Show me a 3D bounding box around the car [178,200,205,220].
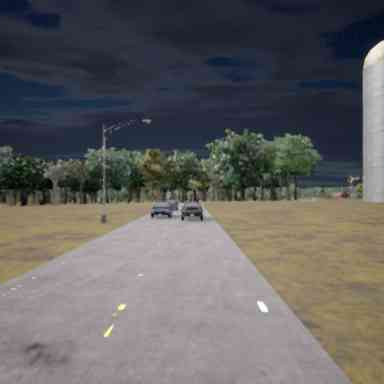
[{"bbox_3d":[0.034,1.560,28.714,1.837,1.490,4.892,0,0,0],"label":"car"}]

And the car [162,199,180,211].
[{"bbox_3d":[-2.730,1.698,43.956,2.033,1.411,5.357,0,-1,0],"label":"car"}]

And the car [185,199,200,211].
[{"bbox_3d":[0.085,1.720,44.524,1.994,1.385,4.181,0,0,0],"label":"car"}]

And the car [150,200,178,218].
[{"bbox_3d":[-2.737,1.612,31.136,2.033,1.411,5.357,0,0,0],"label":"car"}]
